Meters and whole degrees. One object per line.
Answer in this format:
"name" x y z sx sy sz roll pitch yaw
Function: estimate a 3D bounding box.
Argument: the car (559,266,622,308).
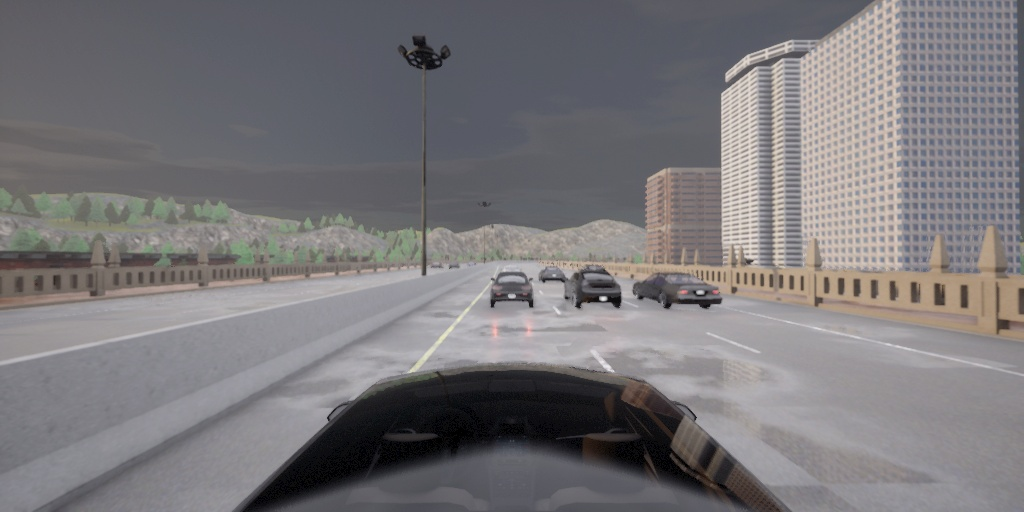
"car" 3.500 1.391 16.139 1.837 1.490 4.892 0 0 0

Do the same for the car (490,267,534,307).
"car" 0.000 1.410 16.218 1.812 1.442 4.674 0 0 0

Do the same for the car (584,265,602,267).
"car" 6.930 1.517 31.313 2.128 1.511 4.902 0 0 -1

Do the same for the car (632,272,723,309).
"car" 6.997 1.428 15.833 2.033 1.411 5.357 0 0 0

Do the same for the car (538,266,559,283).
"car" 3.428 1.588 31.282 1.994 1.385 4.181 0 0 -1
